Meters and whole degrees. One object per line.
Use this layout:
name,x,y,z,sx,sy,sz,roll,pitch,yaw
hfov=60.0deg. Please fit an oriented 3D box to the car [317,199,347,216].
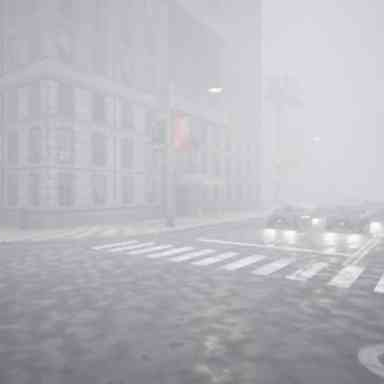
car,12.244,1.573,30.037,1.994,1.385,4.181,0,0,36

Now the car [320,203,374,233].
car,9.397,1.568,19.986,1.994,1.385,4.181,0,0,35

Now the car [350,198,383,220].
car,15.353,1.496,28.369,2.128,1.511,4.902,0,0,36

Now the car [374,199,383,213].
car,22.649,1.550,38.465,2.033,1.411,5.357,0,0,36

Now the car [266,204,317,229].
car,6.451,1.573,21.881,1.994,1.385,4.181,0,0,35

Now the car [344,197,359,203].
car,18.348,1.361,38.493,2.097,1.767,4.553,0,0,36
